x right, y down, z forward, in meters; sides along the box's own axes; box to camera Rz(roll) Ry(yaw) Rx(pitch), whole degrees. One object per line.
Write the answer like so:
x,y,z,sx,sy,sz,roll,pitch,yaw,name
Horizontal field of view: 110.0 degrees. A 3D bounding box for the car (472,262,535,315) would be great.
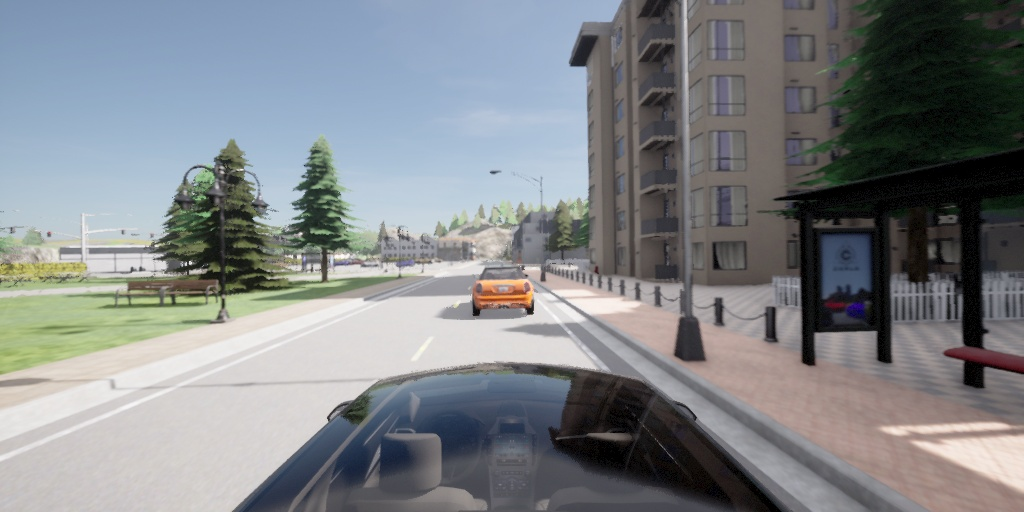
-0.384,1.098,13.772,2.097,1.767,4.553,-1,0,-3,car
